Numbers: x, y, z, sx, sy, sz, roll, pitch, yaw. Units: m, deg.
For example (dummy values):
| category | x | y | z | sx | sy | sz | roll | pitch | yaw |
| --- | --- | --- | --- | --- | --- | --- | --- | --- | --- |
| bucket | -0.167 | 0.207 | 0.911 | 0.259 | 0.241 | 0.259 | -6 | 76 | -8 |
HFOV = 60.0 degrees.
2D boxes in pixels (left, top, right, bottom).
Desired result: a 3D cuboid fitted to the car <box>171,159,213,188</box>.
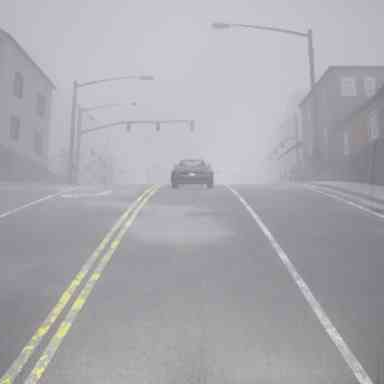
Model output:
| category | x | y | z | sx | sy | sz | roll | pitch | yaw |
| --- | --- | --- | --- | --- | --- | --- | --- | --- | --- |
| car | 0.026 | -0.960 | 16.791 | 1.994 | 1.385 | 4.181 | 0 | 4 | 1 |
